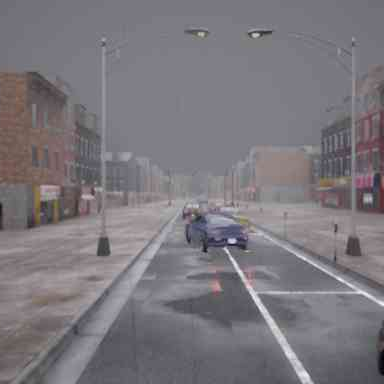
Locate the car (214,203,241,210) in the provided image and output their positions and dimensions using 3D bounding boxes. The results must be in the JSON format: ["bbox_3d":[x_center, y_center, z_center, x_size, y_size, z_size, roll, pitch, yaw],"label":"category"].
[{"bbox_3d":[2.631,1.633,21.398,1.752,1.417,4.829,0,0,0],"label":"car"}]

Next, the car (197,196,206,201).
[{"bbox_3d":[2.617,1.975,74.971,1.967,1.590,4.097,-1,-1,0],"label":"car"}]

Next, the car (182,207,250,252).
[{"bbox_3d":[0.949,1.594,14.227,1.812,1.442,4.674,0,0,-12],"label":"car"}]

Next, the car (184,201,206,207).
[{"bbox_3d":[0.074,1.770,31.504,1.895,1.301,4.718,0,0,0],"label":"car"}]

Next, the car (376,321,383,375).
[{"bbox_3d":[3.021,1.513,1.864,1.837,1.490,4.892,0,0,0],"label":"car"}]

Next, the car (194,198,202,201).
[{"bbox_3d":[0.018,1.853,43.220,1.895,1.301,4.718,0,0,0],"label":"car"}]

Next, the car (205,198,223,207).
[{"bbox_3d":[2.628,1.614,32.162,1.967,1.590,4.097,0,0,0],"label":"car"}]

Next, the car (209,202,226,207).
[{"bbox_3d":[2.629,1.721,26.695,1.802,1.307,4.206,0,0,0],"label":"car"}]
